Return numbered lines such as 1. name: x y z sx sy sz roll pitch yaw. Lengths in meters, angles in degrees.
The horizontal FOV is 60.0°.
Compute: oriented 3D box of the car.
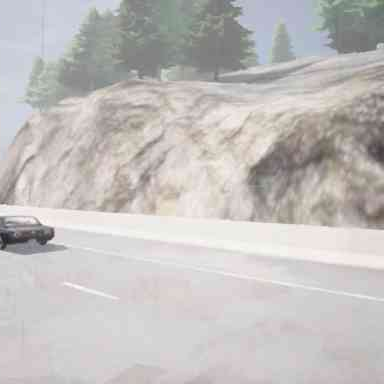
1. car: -8.111 1.684 14.832 4.718 1.301 1.895 0 -1 40
